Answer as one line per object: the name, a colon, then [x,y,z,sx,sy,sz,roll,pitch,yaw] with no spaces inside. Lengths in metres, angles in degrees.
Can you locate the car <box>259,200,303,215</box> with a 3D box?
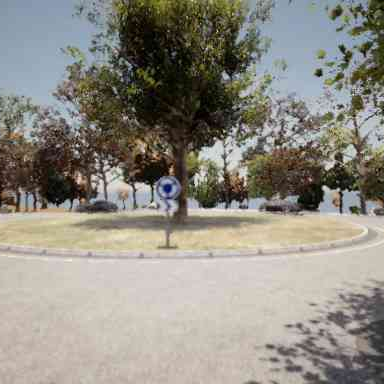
car: [9.547,1.642,36.125,2.128,1.511,4.902,0,0,-43]

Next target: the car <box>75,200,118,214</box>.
car: [-10.732,1.674,37.551,4.674,1.442,1.812,0,-1,-33]
